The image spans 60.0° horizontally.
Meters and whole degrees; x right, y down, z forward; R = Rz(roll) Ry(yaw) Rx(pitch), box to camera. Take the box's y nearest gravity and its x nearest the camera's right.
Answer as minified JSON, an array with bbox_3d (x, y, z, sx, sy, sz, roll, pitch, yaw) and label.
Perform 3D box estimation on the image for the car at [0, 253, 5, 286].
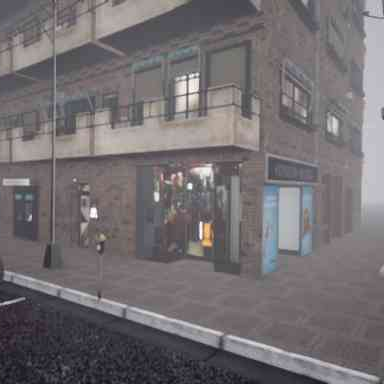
[{"bbox_3d":[-6.032,1.510,7.556,4.674,1.442,1.812,0,0,35],"label":"car"}]
